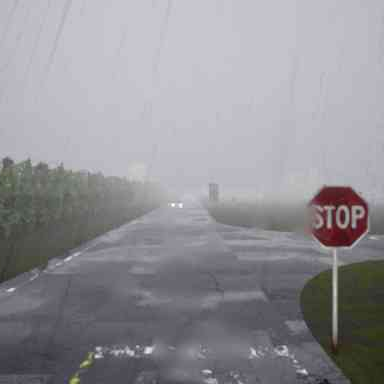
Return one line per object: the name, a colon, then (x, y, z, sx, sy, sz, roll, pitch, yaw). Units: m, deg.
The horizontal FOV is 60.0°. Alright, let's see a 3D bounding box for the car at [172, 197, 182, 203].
car: (-2.856, 1.536, 65.318, 1.895, 1.301, 4.718, 0, 0, 0)
